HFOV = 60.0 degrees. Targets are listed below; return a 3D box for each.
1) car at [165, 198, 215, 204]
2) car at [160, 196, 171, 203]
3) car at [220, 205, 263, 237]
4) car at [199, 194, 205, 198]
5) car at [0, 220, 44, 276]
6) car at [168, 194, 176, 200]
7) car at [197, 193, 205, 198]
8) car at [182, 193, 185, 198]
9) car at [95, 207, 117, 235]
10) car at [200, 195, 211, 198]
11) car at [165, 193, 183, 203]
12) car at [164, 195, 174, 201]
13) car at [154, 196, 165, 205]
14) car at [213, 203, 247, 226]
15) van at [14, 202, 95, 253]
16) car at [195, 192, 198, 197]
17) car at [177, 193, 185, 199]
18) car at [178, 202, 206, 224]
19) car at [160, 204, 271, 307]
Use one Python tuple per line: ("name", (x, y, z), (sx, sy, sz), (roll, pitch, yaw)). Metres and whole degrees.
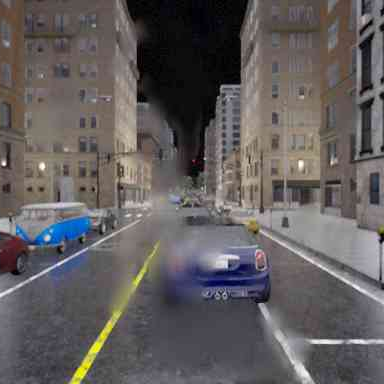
("car", (0.071, 1.339, 15.703), (2.097, 1.767, 4.553), (0, 0, 0))
("car", (-5.413, 1.506, 67.944), (1.947, 1.339, 4.313), (0, 0, 0))
("car", (2.636, 1.509, 18.792), (1.752, 1.417, 4.829), (0, 0, 0))
("car", (2.616, 1.534, 56.586), (1.802, 1.307, 4.206), (0, 0, 0))
("car", (-5.397, 1.575, 7.806), (1.802, 1.307, 4.206), (0, 0, 0))
("car", (-5.421, 1.356, 90.669), (1.967, 1.590, 4.097), (0, 0, 0))
("car", (2.610, 1.375, 73.631), (1.967, 1.590, 4.097), (0, 0, 0))
("car", (-2.776, 1.164, 69.659), (2.150, 2.045, 5.566), (0, 0, 0))
("car", (-5.398, 1.535, 18.619), (2.008, 1.369, 4.403), (0, 0, 0))
("car", (2.618, 1.508, 50.905), (2.008, 1.369, 4.403), (0, 0, 0))
("car", (-2.855, 1.432, 54.236), (1.882, 1.535, 5.008), (0, 0, 0))
("car", (-5.417, 1.479, 79.307), (2.008, 1.369, 4.403), (0, 0, 0))
("car", (-5.409, 1.477, 56.412), (1.752, 1.417, 4.829), (0, 0, 0))
("car", (2.629, 1.530, 24.029), (2.008, 1.369, 4.403), (0, 0, 0))
("van", (-5.398, 1.330, 13.212), (1.690, 1.788, 3.998), (0, 0, 0))
("car", (2.606, 1.237, 84.995), (2.192, 1.841, 5.009), (0, 0, 0))
("car", (-2.781, 1.061, 85.132), (1.812, 1.442, 4.674), (0, 0, 0))
("car", (0.008, 1.543, 25.365), (1.994, 1.385, 4.181), (0, 0, 0))
("car", (0.313, 1.345, 8.226), (2.097, 1.767, 4.553), (0, 0, -5))
